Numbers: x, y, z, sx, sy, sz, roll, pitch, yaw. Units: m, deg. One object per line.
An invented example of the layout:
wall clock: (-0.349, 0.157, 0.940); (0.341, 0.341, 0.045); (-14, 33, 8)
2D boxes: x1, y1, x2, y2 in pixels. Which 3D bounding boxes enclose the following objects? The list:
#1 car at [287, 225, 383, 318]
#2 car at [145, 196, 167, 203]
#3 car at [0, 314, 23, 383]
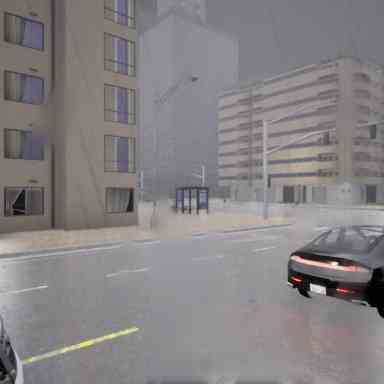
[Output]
car: (4.096, 1.492, 7.353); (4.902, 1.511, 2.128); (0, 0, -39)
car: (-7.641, 1.574, 70.682); (4.902, 1.511, 2.128); (0, 0, -40)
car: (-3.785, 1.221, 1.347); (5.566, 2.045, 2.150); (0, 0, -32)
